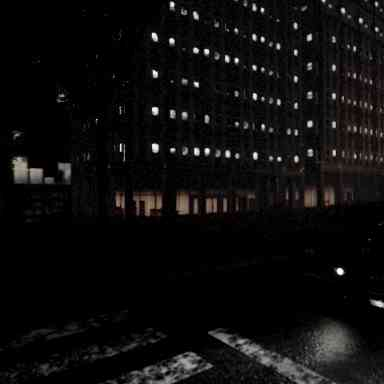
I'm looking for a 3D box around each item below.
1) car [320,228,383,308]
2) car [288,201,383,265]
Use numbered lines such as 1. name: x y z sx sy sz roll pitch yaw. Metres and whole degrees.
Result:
1. car: 4.908 1.544 6.864 4.718 1.301 1.895 -1 0 -36
2. car: 5.145 1.242 10.230 5.009 1.841 2.192 -1 0 -35
